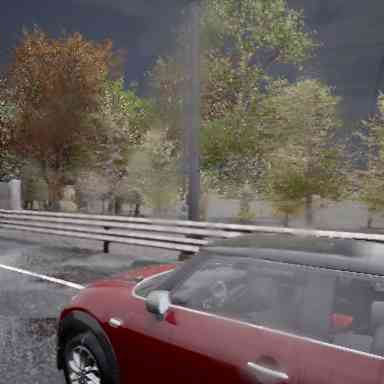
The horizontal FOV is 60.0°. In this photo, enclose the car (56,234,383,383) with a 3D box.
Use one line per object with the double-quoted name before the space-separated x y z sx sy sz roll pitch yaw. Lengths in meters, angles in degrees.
"car" 0.659 1.214 3.259 4.553 1.767 2.097 0 0 37
